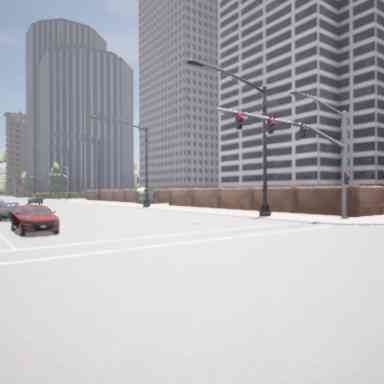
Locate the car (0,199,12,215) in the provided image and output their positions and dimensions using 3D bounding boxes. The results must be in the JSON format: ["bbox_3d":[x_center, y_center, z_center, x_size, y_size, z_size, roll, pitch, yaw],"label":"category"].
[{"bbox_3d":[-20.503,1.526,35.181,2.033,1.411,5.357,0,0,-35],"label":"car"}]

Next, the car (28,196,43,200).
[{"bbox_3d":[-26.175,1.435,55.695,1.837,1.490,4.892,0,0,-35],"label":"car"}]

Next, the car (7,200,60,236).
[{"bbox_3d":[-8.805,1.456,18.570,1.882,1.535,5.008,0,0,-35],"label":"car"}]

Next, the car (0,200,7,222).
[{"bbox_3d":[-14.494,1.542,26.657,1.994,1.385,4.181,0,0,-34],"label":"car"}]
